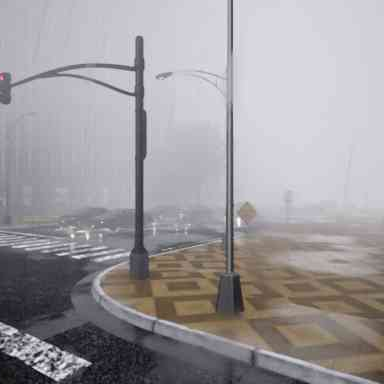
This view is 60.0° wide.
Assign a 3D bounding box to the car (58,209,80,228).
[{"bbox_3d":[-7.795,1.839,25.141,1.812,1.442,4.674,0,-1,31],"label":"car"}]

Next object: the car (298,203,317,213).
[{"bbox_3d":[19.038,2.589,54.772,1.994,1.385,4.181,0,-1,33],"label":"car"}]

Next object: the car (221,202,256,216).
[{"bbox_3d":[5.808,2.030,40.324,2.097,1.767,4.553,0,-1,33],"label":"car"}]

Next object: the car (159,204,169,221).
[{"bbox_3d":[-2.832,1.983,32.891,1.837,1.490,4.892,0,-1,33],"label":"car"}]

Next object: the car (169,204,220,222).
[{"bbox_3d":[0.339,1.988,31.815,2.128,1.511,4.902,0,-1,33],"label":"car"}]

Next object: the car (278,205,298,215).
[{"bbox_3d":[13.604,2.447,46.207,1.895,1.301,4.718,0,-1,33],"label":"car"}]

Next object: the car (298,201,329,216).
[{"bbox_3d":[16.273,2.340,44.355,2.128,1.511,4.902,0,-1,33],"label":"car"}]

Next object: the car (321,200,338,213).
[{"bbox_3d":[21.792,2.252,53.046,2.150,2.045,5.566,0,-1,33],"label":"car"}]

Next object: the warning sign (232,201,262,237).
[{"bbox_3d":[3.084,1.453,18.560,1.300,1.860,1.060,1,1,33],"label":"warning sign"}]

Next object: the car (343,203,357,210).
[{"bbox_3d":[31.323,2.835,65.802,1.812,1.442,4.674,0,-1,33],"label":"car"}]

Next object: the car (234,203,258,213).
[{"bbox_3d":[8.130,2.365,49.869,1.812,1.442,4.674,0,-1,32],"label":"car"}]

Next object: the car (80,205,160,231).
[{"bbox_3d":[-4.923,1.870,23.612,2.033,1.411,5.357,0,-1,33],"label":"car"}]
